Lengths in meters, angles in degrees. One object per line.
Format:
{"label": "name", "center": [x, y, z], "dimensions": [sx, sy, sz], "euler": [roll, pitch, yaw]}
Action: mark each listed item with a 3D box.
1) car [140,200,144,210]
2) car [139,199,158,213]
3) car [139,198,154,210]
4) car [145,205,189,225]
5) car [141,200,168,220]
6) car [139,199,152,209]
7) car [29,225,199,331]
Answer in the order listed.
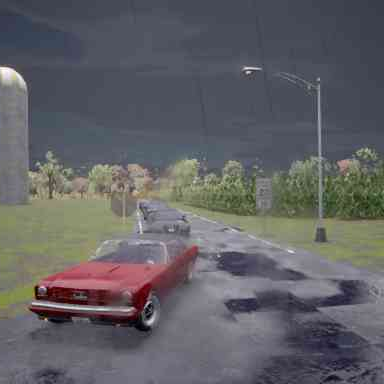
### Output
{"label": "car", "center": [-3.361, 1.700, 29.864], "dimensions": [1.994, 1.385, 4.181], "euler": [-1, 0, -10]}
{"label": "car", "center": [-5.534, 1.681, 42.085], "dimensions": [2.128, 1.511, 4.902], "euler": [-1, 0, -10]}
{"label": "car", "center": [-6.650, 1.694, 48.172], "dimensions": [1.882, 1.535, 5.008], "euler": [-1, 0, -10]}
{"label": "car", "center": [-1.315, 1.648, 17.793], "dimensions": [1.994, 1.385, 4.181], "euler": [-1, 0, -10]}
{"label": "car", "center": [-2.259, 1.600, 23.440], "dimensions": [2.128, 1.511, 4.902], "euler": [-1, 0, -10]}
{"label": "car", "center": [-4.390, 1.709, 35.731], "dimensions": [2.033, 1.411, 5.357], "euler": [-1, 0, -10]}
{"label": "car", "center": [-1.205, 1.653, 7.197], "dimensions": [1.895, 1.301, 4.718], "euler": [0, 0, 13]}
